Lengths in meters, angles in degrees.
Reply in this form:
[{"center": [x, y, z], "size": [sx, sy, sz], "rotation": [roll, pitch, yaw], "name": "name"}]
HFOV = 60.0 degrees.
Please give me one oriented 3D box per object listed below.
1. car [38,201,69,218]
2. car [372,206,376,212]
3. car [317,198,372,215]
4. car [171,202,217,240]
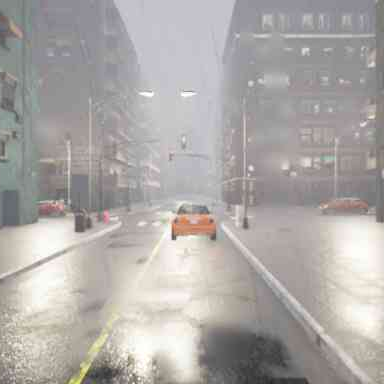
[{"center": [-13.528, 1.519, 30.336], "size": [4.097, 1.590, 1.967], "rotation": [-1, 0, 0], "name": "car"}, {"center": [18.895, 1.297, 30.227], "size": [4.829, 1.417, 1.752], "rotation": [-1, 0, 0], "name": "car"}, {"center": [13.577, 1.262, 30.244], "size": [4.097, 1.590, 1.967], "rotation": [-1, 0, 0], "name": "car"}, {"center": [0.037, 1.324, 16.827], "size": [2.097, 1.767, 4.553], "rotation": [0, 0, -1], "name": "car"}]
